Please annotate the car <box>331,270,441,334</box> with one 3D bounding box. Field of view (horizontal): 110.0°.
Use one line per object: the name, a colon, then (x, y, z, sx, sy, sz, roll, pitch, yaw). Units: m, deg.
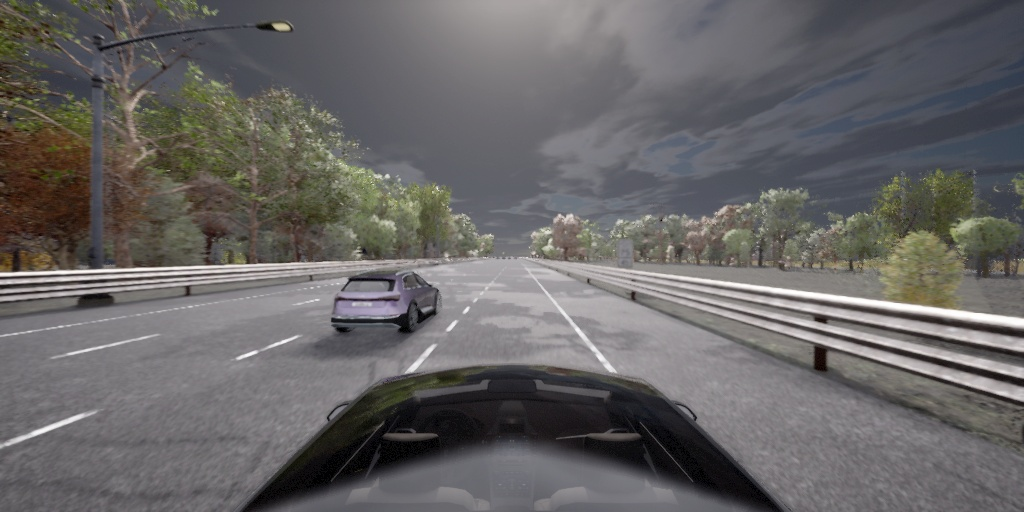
car: (-3.449, 1.202, 10.559, 2.033, 1.649, 4.856, 0, 0, 1)
